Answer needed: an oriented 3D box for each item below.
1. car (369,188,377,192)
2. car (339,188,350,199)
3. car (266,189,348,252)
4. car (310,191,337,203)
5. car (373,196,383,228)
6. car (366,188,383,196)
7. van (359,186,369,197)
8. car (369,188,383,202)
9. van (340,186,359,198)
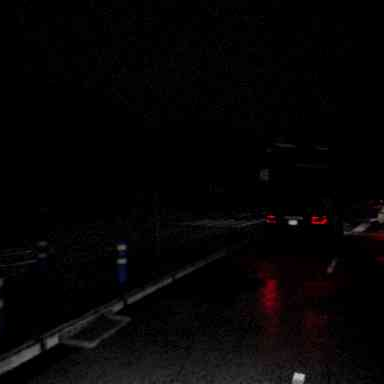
[{"bbox_3d":[34.260,0.085,65.185,2.002,1.452,4.674,-2,0,45],"label":"car"},{"bbox_3d":[22.919,0.534,52.980,2.163,1.488,4.792,-2,1,42],"label":"car"},{"bbox_3d":[4.657,1.056,13.309,2.150,2.045,5.566,-2,0,30],"label":"car"},{"bbox_3d":[19.357,0.665,48.801,2.097,1.535,5.008,-2,1,40],"label":"car"},{"bbox_3d":[11.348,1.151,18.206,1.812,1.442,4.674,-2,0,34],"label":"car"},{"bbox_3d":[38.182,-0.030,69.100,4.674,1.452,2.002,-1,0,-44],"label":"car"},{"bbox_3d":[30.299,-0.042,61.119,1.878,1.987,4.442,-2,0,44],"label":"van"},{"bbox_3d":[22.366,0.666,38.507,1.837,1.490,4.892,-2,1,39],"label":"car"},{"bbox_3d":[26.541,0.113,57.053,1.878,1.987,4.442,-2,0,43],"label":"van"}]
